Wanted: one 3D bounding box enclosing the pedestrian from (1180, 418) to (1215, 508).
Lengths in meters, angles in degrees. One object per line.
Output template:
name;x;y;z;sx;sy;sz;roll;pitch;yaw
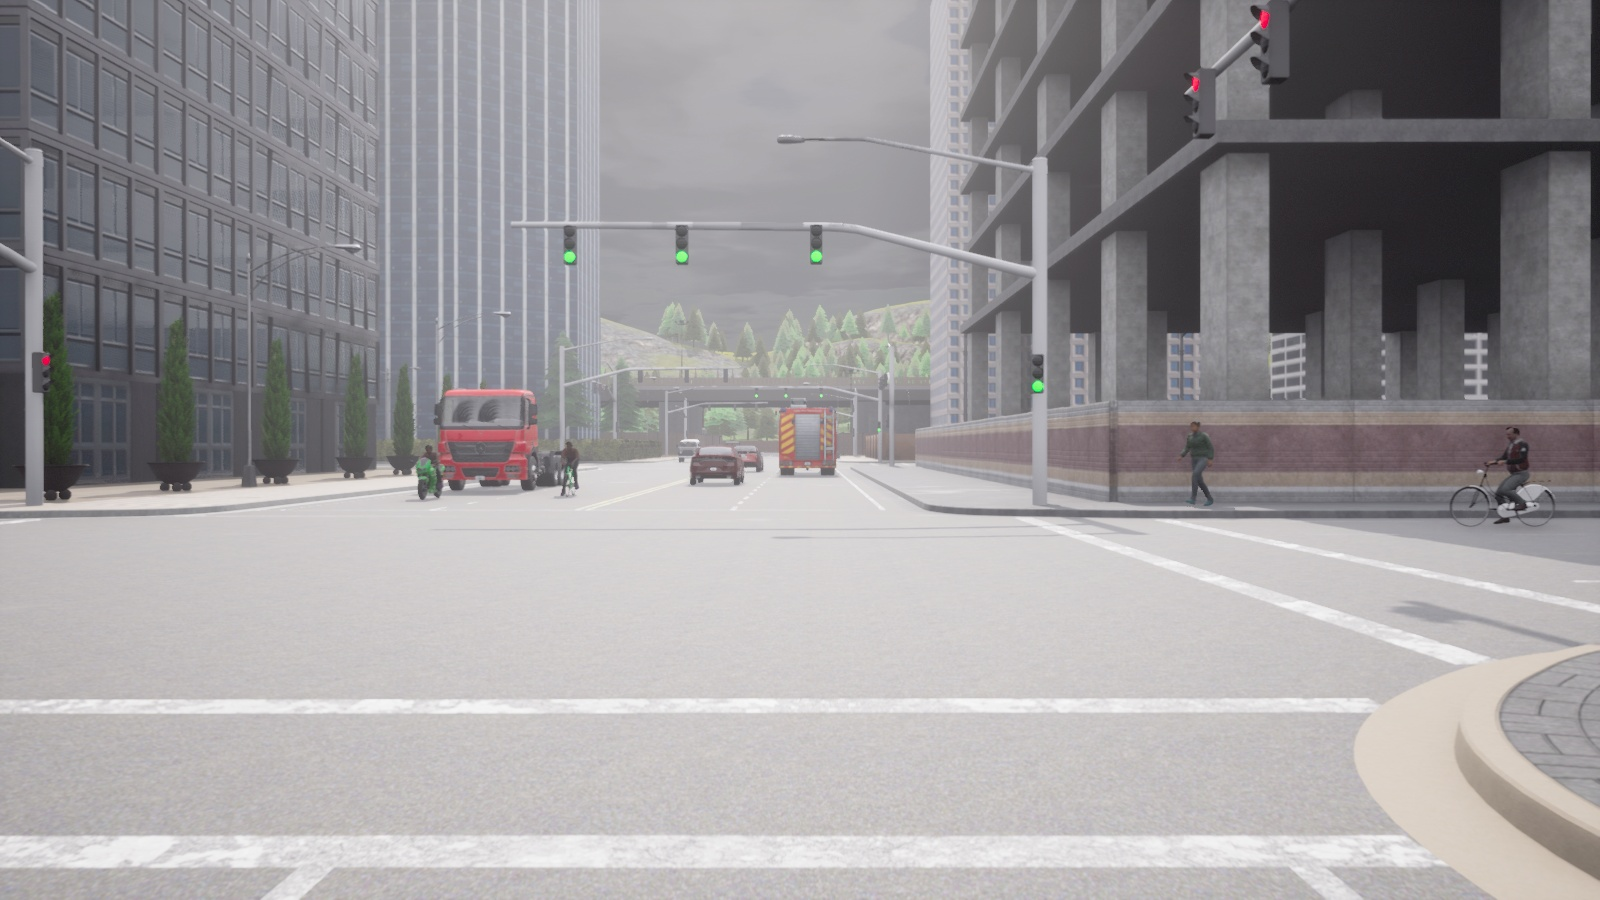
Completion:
pedestrian;8.244;0.258;26.061;0.614;1.847;0.353;0;0;-28

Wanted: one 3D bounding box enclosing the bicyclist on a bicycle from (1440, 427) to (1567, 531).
bicyclist on a bicycle;12.254;0.492;21.904;1.843;1.776;0.659;0;0;0

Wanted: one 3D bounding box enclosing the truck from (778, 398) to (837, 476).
truck;0.392;-0.656;65.553;2.891;3.827;8.468;0;0;0

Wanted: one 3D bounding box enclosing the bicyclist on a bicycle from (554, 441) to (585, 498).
bicyclist on a bicycle;-6.773;0.559;36.969;0.582;1.620;1.656;0;0;0

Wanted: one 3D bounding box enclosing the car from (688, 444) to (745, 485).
car;-3.202;0.542;49.268;1.882;1.535;5.008;0;0;0

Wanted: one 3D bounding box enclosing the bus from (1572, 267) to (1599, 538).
bus;17.660;-0.738;18.387;10.273;4.253;3.944;0;0;0

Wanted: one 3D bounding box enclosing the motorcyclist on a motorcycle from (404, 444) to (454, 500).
motorcyclist on a motorcycle;-10.285;0.593;34.886;0.797;1.523;2.044;0;0;0

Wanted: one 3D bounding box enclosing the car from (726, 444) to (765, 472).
car;-3.075;0.430;71.582;2.007;1.525;4.514;0;0;0

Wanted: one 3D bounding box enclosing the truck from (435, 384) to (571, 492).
truck;-10.235;-0.404;44.158;2.891;3.462;7.936;0;0;0
